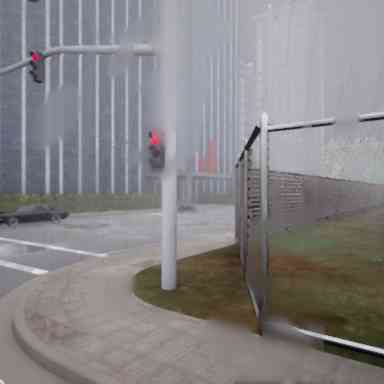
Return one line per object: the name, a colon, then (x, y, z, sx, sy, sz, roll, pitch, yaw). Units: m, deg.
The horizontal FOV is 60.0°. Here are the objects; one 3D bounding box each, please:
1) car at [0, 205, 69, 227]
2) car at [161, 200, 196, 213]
car: (-10.773, 1.523, 22.162, 1.895, 1.301, 4.718, 0, 0, 36)
car: (-1.425, 1.486, 35.197, 1.994, 1.385, 4.181, 0, 0, 36)
